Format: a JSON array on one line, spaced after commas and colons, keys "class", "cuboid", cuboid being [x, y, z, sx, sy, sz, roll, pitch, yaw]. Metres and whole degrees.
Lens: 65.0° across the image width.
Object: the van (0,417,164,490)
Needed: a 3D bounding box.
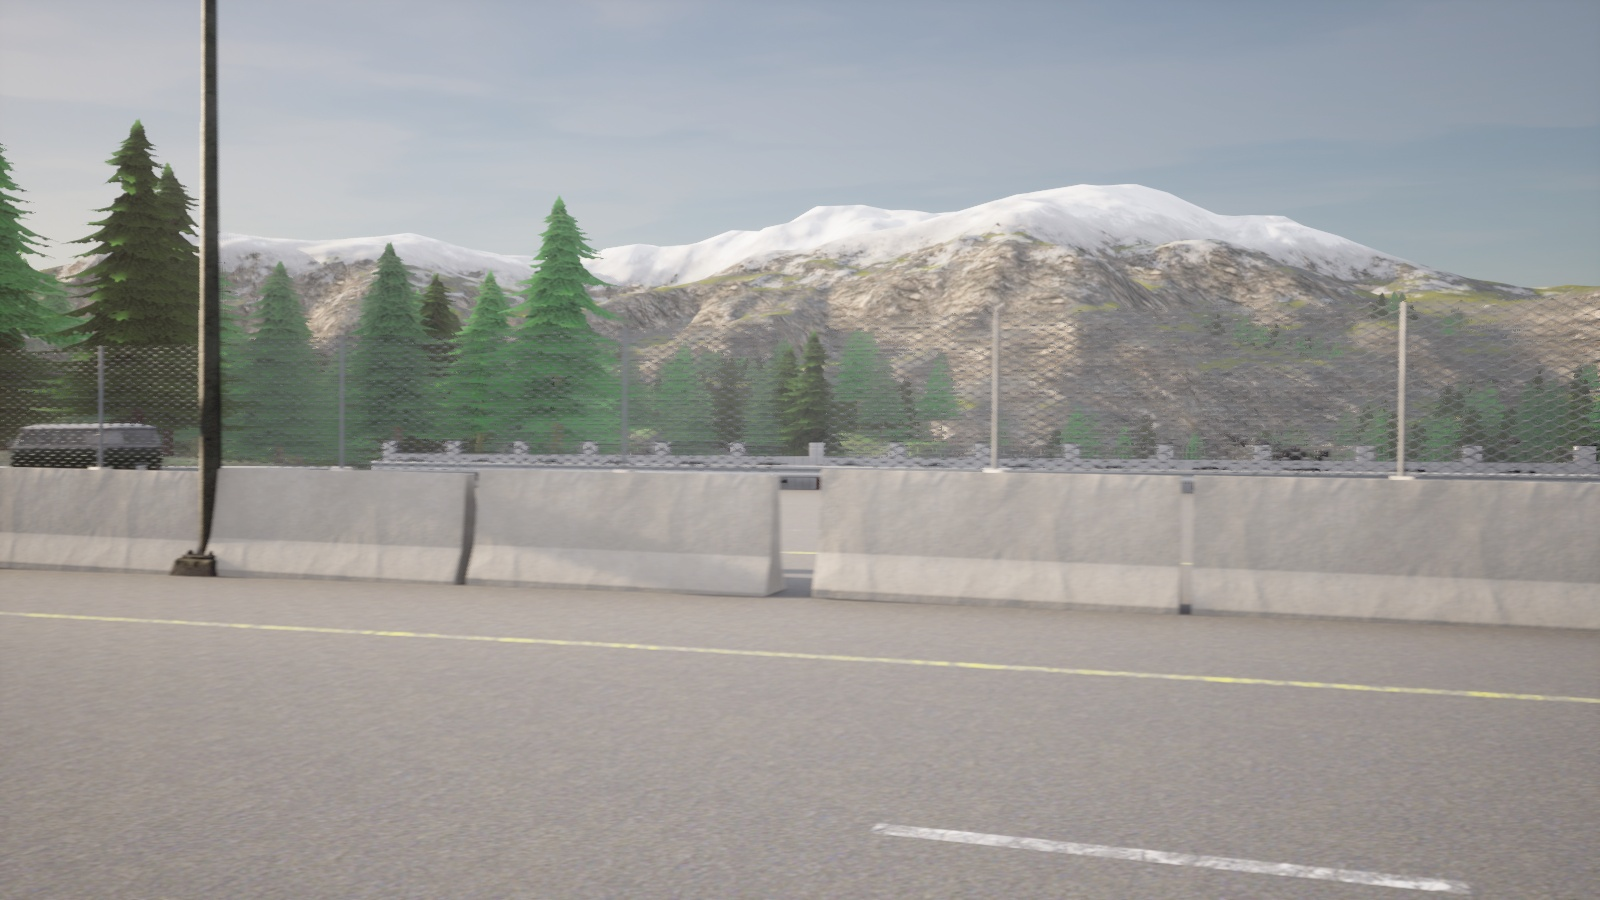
[{"class": "van", "cuboid": [-20.693, 0.080, 36.001, 4.442, 1.987, 1.775, 0, 1, 19]}]
